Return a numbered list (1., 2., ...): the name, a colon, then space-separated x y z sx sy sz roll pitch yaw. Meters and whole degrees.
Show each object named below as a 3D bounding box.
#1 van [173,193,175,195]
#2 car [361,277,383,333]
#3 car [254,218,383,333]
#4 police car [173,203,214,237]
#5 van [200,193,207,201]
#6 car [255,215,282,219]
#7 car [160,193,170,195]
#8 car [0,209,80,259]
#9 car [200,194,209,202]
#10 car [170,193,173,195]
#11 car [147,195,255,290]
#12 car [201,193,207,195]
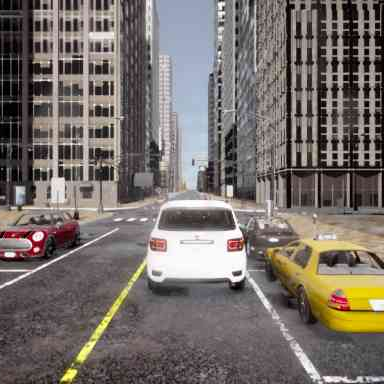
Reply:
1. van: -5.658 1.225 84.408 1.690 1.788 3.998 0 0 0
2. car: 2.692 1.551 1.065 2.008 1.369 4.403 0 0 0
3. car: 2.694 1.525 6.905 1.752 1.417 4.829 0 0 0
4. police car: 0.103 1.497 19.109 2.038 1.542 4.974 0 0 1
5. van: 2.720 1.239 78.716 1.690 1.788 3.998 0 0 0
6. car: 2.696 1.548 12.403 2.008 1.369 4.403 0 0 0
7. car: -5.762 1.380 61.668 1.967 1.590 4.097 0 0 0
8. car: -5.684 1.437 12.405 1.967 1.590 4.097 0 0 0
9. car: 2.718 1.353 73.032 1.967 1.590 4.097 0 0 0
10. car: -5.693 1.242 67.353 2.192 1.841 5.009 0 0 0
11. car: 0.103 1.220 9.189 2.150 2.045 5.566 0 0 0
12. car: 2.810 1.380 61.664 1.967 1.590 4.097 0 0 0
